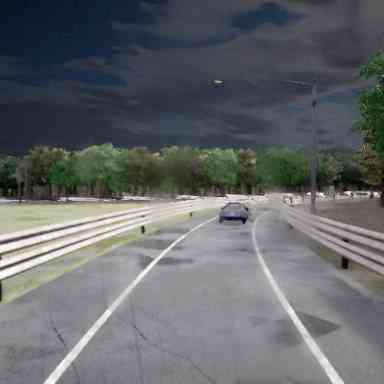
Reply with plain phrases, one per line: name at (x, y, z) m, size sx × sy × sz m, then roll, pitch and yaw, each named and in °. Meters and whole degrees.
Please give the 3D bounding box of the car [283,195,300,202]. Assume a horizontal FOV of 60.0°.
car at (16.536, 1.169, 55.094) m, size 2.128 × 1.511 × 4.902 m, roll 1°, pitch 1°, yaw 33°

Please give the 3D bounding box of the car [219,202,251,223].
car at (3.198, 1.449, 24.412) m, size 1.994 × 1.385 × 4.181 m, roll 0°, pitch 1°, yaw 14°
